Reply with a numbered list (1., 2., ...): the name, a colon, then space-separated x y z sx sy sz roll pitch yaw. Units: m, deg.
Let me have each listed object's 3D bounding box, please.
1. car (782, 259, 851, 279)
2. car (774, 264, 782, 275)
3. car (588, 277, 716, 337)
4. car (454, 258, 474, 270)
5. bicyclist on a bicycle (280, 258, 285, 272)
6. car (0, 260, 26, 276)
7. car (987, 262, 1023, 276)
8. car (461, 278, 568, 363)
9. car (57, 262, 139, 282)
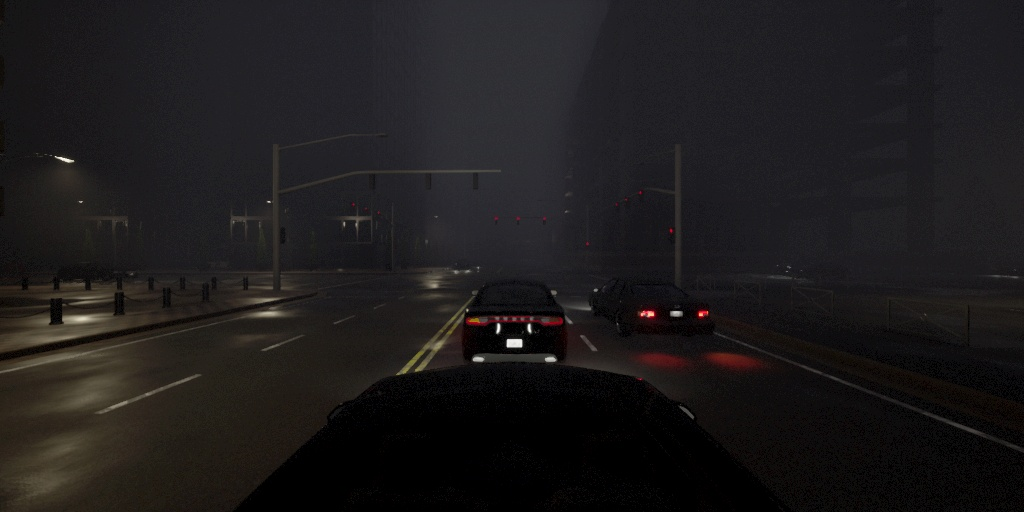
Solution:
1. car: 27.024 1.216 31.548 4.674 1.442 1.812 0 0 0
2. car: 28.340 1.042 35.067 4.553 1.767 2.097 0 0 0
3. car: 3.571 1.296 10.262 2.033 1.411 5.357 0 0 0
4. car: -7.079 1.095 51.652 2.097 1.767 4.553 0 0 0
5. bicyclist on a bicycle: -25.407 0.990 39.350 0.582 1.620 1.656 0 0 0
6. car: -50.459 1.168 34.749 5.008 1.535 1.882 0 0 1
7. car: 50.739 1.237 35.046 5.357 1.411 2.033 0 0 0
8. car: 0.055 1.227 8.139 1.882 1.535 5.008 0 0 0
9. car: -31.532 1.182 27.422 4.902 1.511 2.128 0 0 0
